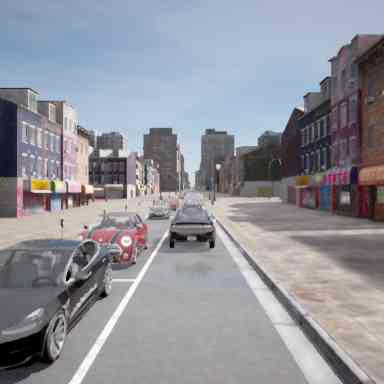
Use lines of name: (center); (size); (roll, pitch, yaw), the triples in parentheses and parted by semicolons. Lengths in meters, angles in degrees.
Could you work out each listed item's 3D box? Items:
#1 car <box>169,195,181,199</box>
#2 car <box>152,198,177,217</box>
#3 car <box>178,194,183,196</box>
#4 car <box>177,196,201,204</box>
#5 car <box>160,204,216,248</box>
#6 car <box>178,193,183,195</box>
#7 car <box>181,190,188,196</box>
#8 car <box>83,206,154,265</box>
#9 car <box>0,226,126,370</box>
car: (-2.628, 1.416, 39.095); (1.887, 1.381, 4.507); (1, 0, 0)
car: (-2.631, 1.504, 28.023); (2.008, 1.369, 4.403); (1, 0, 0)
car: (-2.626, 1.359, 44.630); (1.887, 1.381, 4.507); (1, 1, 0)
car: (0.000, 1.439, 29.646); (2.128, 1.511, 4.902); (0, 0, 0)
car: (0.000, 1.492, 14.649); (2.128, 1.511, 4.902); (0, 0, 0)
car: (-2.625, 1.274, 49.995); (1.752, 1.417, 4.829); (1, 1, 0)
car: (-2.622, 0.898, 77.263); (2.008, 1.369, 4.403); (1, 1, 0)
car: (-2.634, 1.438, 11.410); (1.967, 1.590, 4.097); (0, 0, 0)
car: (-2.634, 1.563, 5.876); (1.947, 1.339, 4.313); (0, 0, 0)
